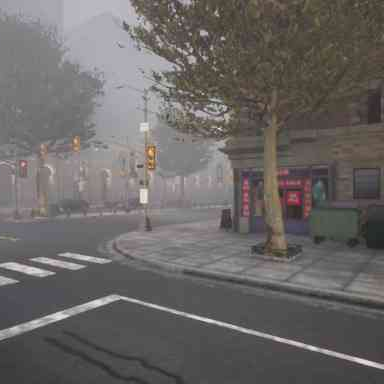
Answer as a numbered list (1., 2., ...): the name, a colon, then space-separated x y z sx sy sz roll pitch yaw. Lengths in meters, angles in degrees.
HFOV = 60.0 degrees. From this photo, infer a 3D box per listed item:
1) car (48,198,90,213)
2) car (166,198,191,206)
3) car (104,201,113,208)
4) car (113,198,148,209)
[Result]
1. car: -13.908 1.505 37.471 1.837 1.490 4.892 0 0 36
2. car: -2.179 1.601 53.759 1.895 1.301 4.718 0 0 36
3. car: -10.283 1.595 47.904 1.895 1.301 4.718 0 0 36
4. car: -8.070 1.526 45.563 1.812 1.442 4.674 0 0 36
